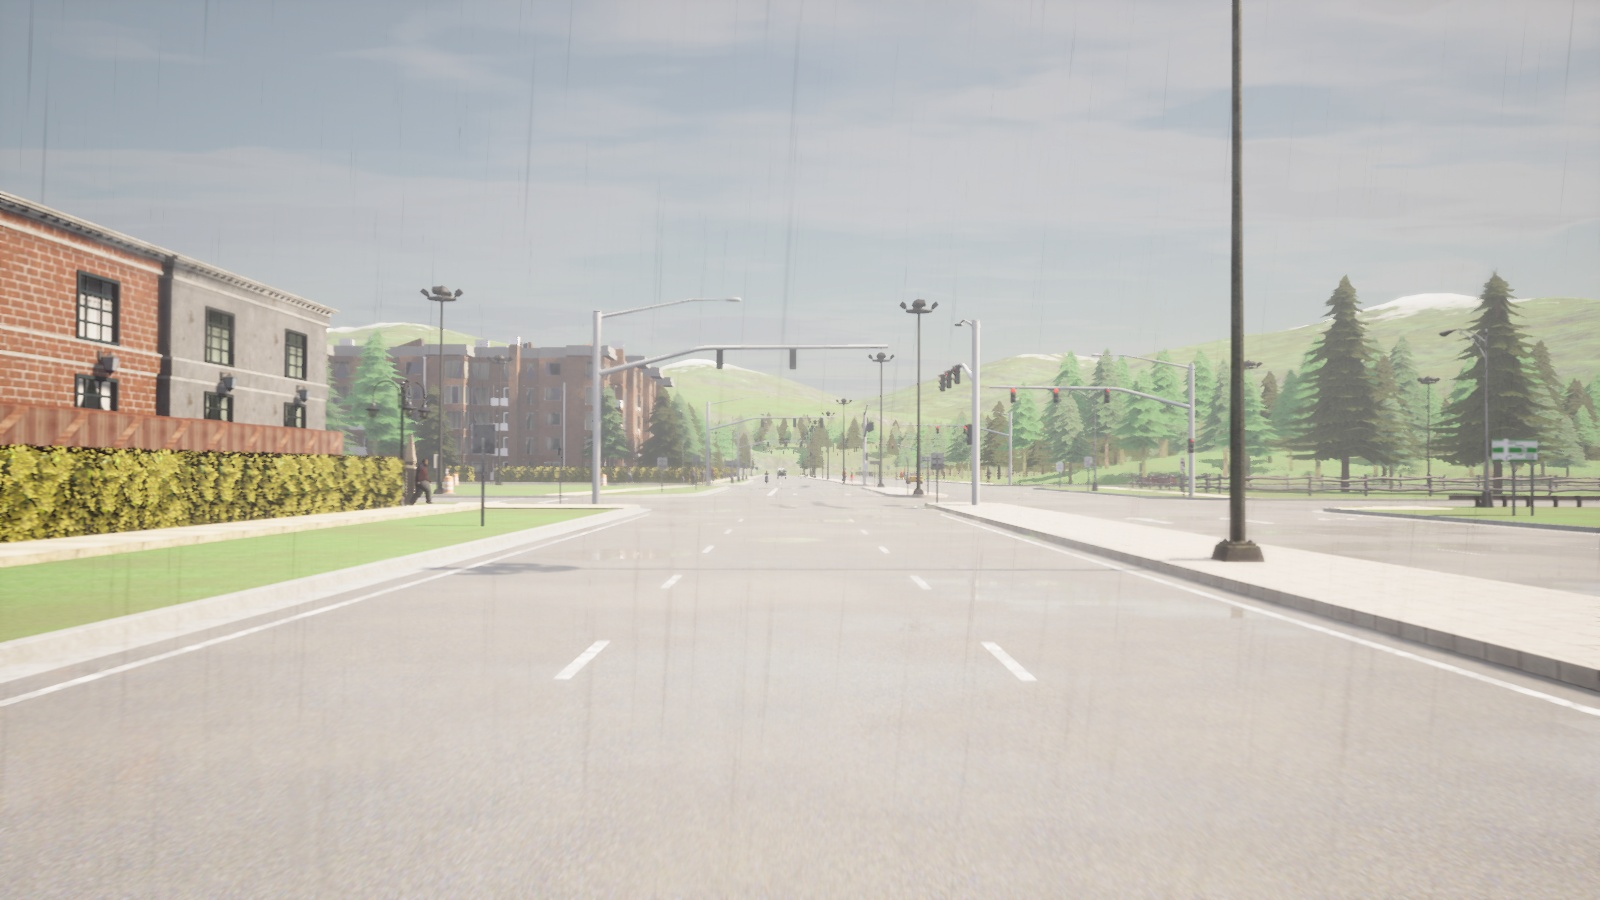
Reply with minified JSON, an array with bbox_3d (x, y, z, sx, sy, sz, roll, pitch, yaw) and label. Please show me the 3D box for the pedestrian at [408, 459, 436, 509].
[{"bbox_3d":[-13.882,1.252,46.179,0.899,1.844,0.634,0,-1,-9],"label":"pedestrian"}]
